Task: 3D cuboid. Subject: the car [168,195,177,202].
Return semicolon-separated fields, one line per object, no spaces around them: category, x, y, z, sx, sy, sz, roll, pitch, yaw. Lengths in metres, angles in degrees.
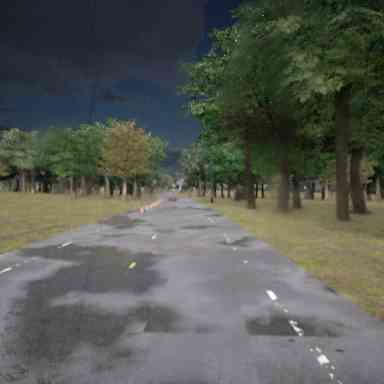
car;-4.381;1.443;74.592;1.994;1.385;4.181;0;0;-3
